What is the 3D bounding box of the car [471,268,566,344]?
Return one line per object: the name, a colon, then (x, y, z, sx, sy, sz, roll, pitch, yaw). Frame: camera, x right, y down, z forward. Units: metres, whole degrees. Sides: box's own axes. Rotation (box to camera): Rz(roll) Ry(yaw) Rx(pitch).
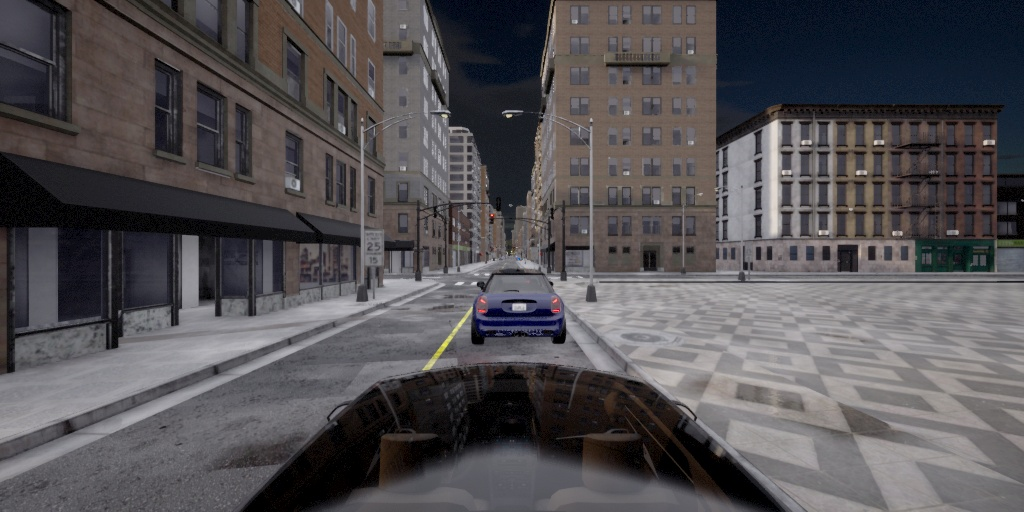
car: (0.099, 1.102, 9.716, 2.097, 1.767, 4.553, 0, 0, -1)
